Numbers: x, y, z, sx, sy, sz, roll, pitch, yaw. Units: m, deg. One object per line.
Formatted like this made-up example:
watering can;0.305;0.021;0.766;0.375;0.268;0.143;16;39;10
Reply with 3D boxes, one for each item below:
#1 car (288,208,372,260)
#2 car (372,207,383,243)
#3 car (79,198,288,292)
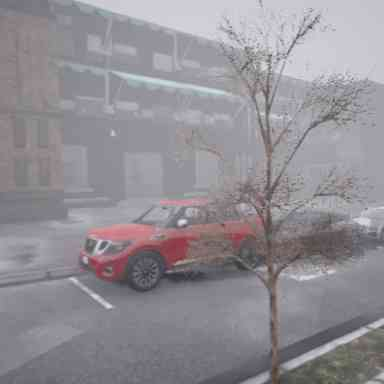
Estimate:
car;4.342;1.460;12.477;4.792;1.488;2.163;0;0;-35
car;8.904;1.436;15.689;4.674;1.452;2.002;0;0;-35
car;-0.194;1.209;9.286;5.566;2.045;2.435;0;0;-35
